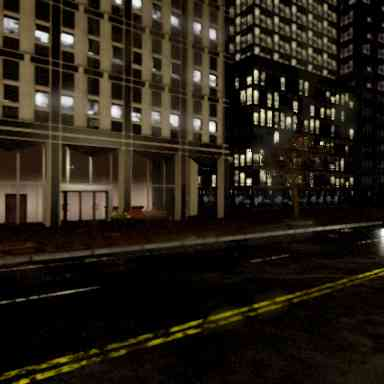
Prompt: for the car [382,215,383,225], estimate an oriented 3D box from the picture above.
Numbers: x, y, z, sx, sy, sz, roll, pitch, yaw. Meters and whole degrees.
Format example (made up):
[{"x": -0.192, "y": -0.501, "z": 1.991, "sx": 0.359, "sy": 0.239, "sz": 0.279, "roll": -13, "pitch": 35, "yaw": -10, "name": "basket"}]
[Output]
[{"x": 15.301, "y": 1.592, "z": 23.280, "sx": 4.553, "sy": 1.767, "sz": 2.097, "roll": 1, "pitch": 0, "yaw": -36, "name": "car"}]
